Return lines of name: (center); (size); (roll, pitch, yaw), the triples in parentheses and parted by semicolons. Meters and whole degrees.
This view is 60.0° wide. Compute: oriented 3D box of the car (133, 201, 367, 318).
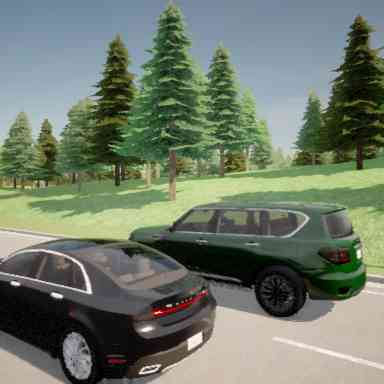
car: (0.882, 1.222, 7.649); (5.566, 2.045, 2.150); (0, 0, 35)

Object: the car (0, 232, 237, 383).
car: (-1.935, 1.506, 5.357); (4.892, 1.490, 1.837); (0, 0, 35)
